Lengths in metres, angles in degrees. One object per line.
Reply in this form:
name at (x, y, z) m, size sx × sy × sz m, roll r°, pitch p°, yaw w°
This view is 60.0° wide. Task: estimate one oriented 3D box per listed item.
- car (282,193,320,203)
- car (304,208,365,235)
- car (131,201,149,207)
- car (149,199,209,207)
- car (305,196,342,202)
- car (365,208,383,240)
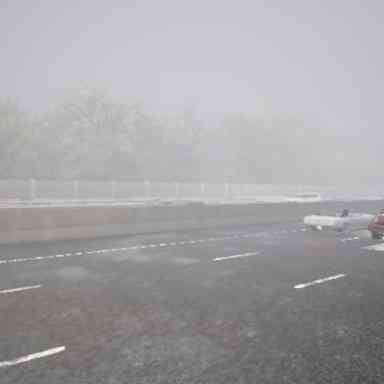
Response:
car at (12.930, 1.105, 38.902) m, size 5.566 × 2.045 × 2.150 m, roll 0°, pitch 0°, yaw -35°
car at (8.384, 1.551, 18.444) m, size 4.718 × 1.301 × 1.895 m, roll 0°, pitch 0°, yaw -36°
car at (-2.907, 1.366, 27.674) m, size 4.902 × 1.511 × 2.128 m, roll 0°, pitch 0°, yaw -35°
car at (-0.450, 1.400, 25.127) m, size 4.892 × 1.490 × 1.837 m, roll 1°, pitch 0°, yaw -35°
car at (15.035, 1.447, 36.111) m, size 5.357 × 1.411 × 2.033 m, roll 0°, pitch 0°, yaw -35°
car at (10.457, 1.320, 15.624) m, size 4.553 × 1.767 × 2.097 m, roll 0°, pitch 0°, yaw -36°
